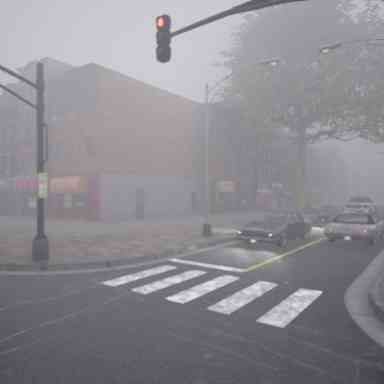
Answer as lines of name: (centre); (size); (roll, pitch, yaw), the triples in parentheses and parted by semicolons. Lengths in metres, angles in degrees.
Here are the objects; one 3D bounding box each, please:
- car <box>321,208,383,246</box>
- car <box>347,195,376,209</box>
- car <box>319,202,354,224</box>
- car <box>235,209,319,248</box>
car: (7.824, 1.654, 15.768); (1.895, 1.301, 4.718); (0, 0, 36)
car: (17.269, 1.384, 33.876); (2.150, 2.045, 5.566); (0, 0, 36)
car: (9.791, 1.654, 23.529); (1.994, 1.385, 4.181); (0, 0, 36)
car: (4.004, 1.589, 15.521); (2.033, 1.411, 5.357); (0, 0, 36)
